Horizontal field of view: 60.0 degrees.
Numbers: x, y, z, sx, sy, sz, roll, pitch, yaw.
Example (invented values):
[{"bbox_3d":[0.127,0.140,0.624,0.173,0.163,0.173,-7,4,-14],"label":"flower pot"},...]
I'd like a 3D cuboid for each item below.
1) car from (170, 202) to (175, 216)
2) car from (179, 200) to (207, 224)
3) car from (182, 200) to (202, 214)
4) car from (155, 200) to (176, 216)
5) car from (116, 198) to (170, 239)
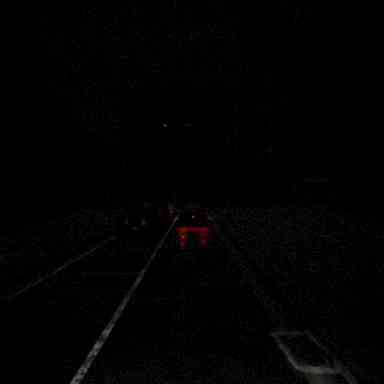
[{"bbox_3d":[-2.618,1.360,23.239,2.192,1.841,5.009,1,0,0],"label":"car"},{"bbox_3d":[0.078,1.526,25.018,1.882,1.535,5.008,0,0,0],"label":"car"},{"bbox_3d":[-0.088,1.641,37.645,1.994,1.385,4.181,0,0,-3],"label":"car"},{"bbox_3d":[-2.624,1.595,34.133,1.752,1.417,4.829,1,0,0],"label":"car"},{"bbox_3d":[-2.617,1.348,17.707,2.192,1.841,5.009,1,0,0],"label":"car"}]
